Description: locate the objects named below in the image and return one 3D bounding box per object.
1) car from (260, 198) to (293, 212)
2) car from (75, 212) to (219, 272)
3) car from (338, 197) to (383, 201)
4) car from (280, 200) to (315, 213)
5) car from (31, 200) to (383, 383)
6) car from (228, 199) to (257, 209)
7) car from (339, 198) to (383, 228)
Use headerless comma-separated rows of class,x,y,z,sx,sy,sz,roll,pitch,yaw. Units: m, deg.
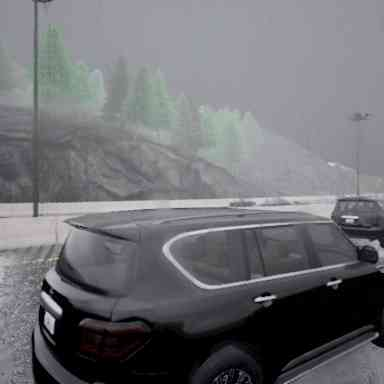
car,10.596,1.536,41.524,1.882,1.535,5.008,0,0,43
car,-1.411,1.547,11.575,4.674,1.442,1.812,0,0,-37
car,8.288,1.238,14.902,5.566,2.045,2.150,0,0,-40
car,12.134,1.652,38.036,1.895,1.301,4.718,0,0,44
car,0.899,1.229,4.521,5.566,2.045,2.150,0,0,-37
car,7.351,1.674,48.292,1.895,1.301,4.718,0,0,42
car,12.276,1.378,23.184,4.553,1.767,2.097,0,0,-43
